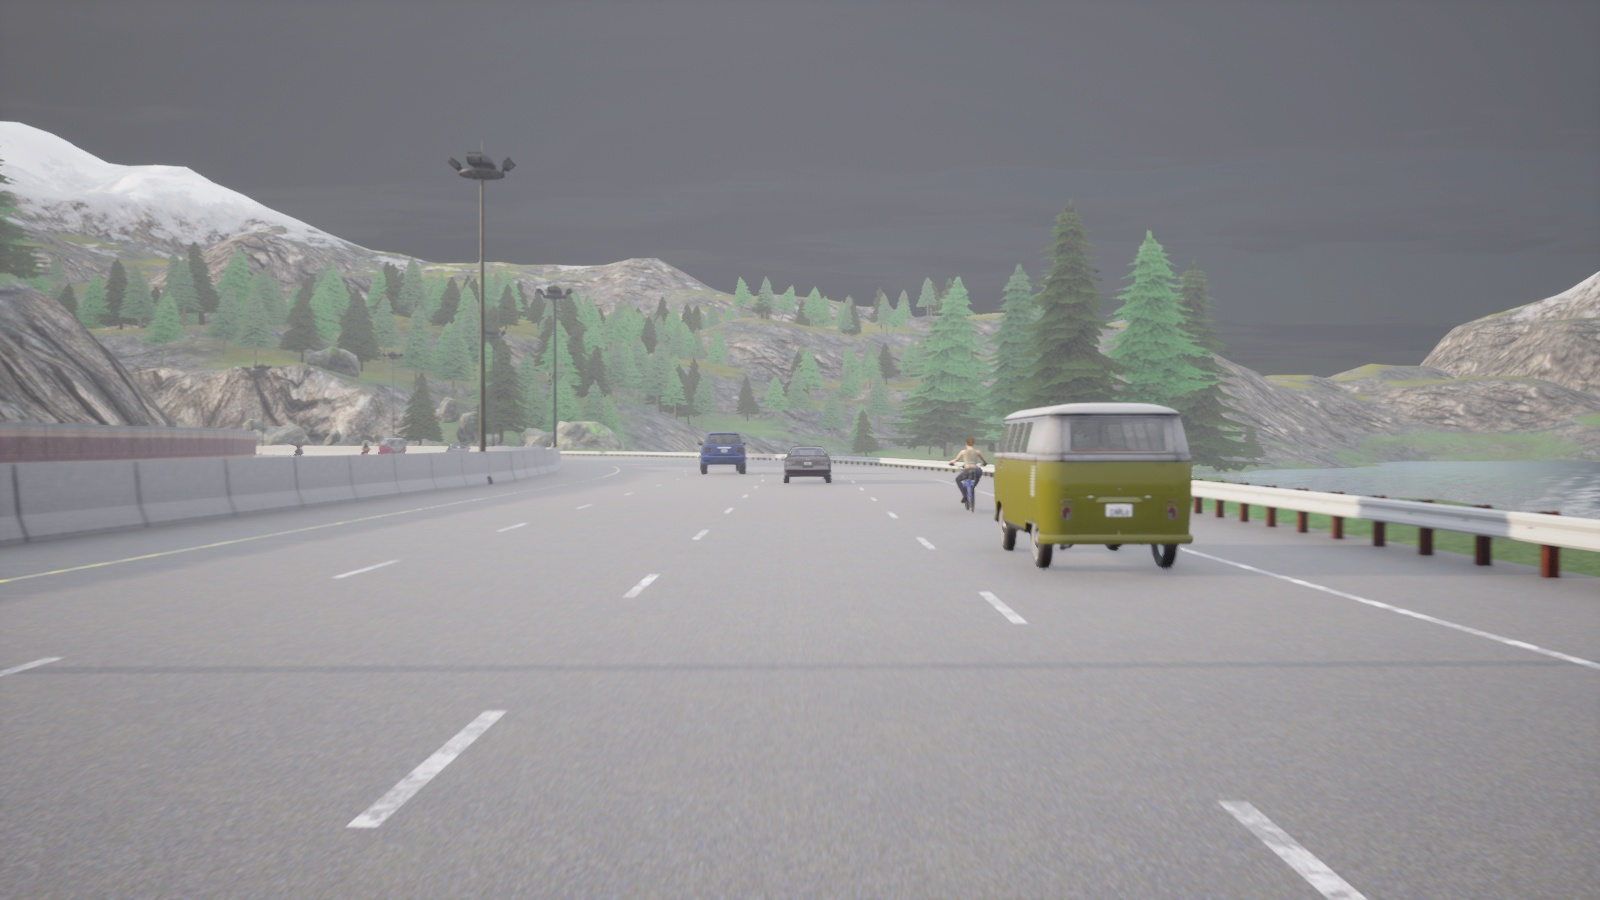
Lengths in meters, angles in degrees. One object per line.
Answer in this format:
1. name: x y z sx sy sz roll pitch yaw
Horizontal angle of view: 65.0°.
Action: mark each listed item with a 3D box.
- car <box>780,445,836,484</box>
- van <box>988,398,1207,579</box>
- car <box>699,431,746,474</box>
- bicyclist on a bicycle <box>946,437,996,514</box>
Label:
1. car: 0.276 0.524 48.546 2.033 1.411 5.357 0 0 0
2. van: 3.607 0.413 16.049 1.775 1.987 4.442 0 0 0
3. car: -3.892 0.115 62.329 2.150 2.045 5.566 0 0 -6
4. bicyclist on a bicycle: 3.666 0.535 27.045 0.866 1.612 1.509 0 0 1
